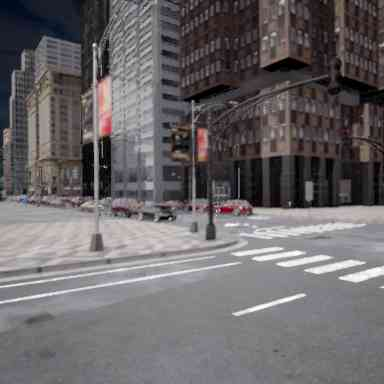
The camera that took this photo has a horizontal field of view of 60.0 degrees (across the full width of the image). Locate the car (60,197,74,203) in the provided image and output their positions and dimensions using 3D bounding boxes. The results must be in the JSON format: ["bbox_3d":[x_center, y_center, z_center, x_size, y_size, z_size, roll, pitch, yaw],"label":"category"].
[{"bbox_3d":[-30.604,1.846,81.385,2.008,1.369,4.403,-1,0,-35],"label":"car"}]

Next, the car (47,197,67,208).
[{"bbox_3d":[-21.815,1.866,54.354,1.802,1.307,4.206,-1,0,-35],"label":"car"}]

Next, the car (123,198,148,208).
[{"bbox_3d":[-8.573,1.679,50.454,1.887,1.381,4.507,-1,0,-35],"label":"car"}]

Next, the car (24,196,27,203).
[{"bbox_3d":[-34.407,1.923,72.031,1.887,1.381,4.507,-1,0,-35],"label":"car"}]

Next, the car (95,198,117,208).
[{"bbox_3d":[-13.702,1.752,52.953,1.994,1.385,4.181,-1,0,-35],"label":"car"}]

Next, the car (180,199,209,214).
[{"bbox_3d":[0.868,1.514,37.198,1.967,1.590,4.097,-1,0,-35],"label":"car"}]

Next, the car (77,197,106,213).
[{"bbox_3d":[-12.273,1.745,40.956,1.752,1.417,4.829,-1,0,-35],"label":"car"}]

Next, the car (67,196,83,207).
[{"bbox_3d":[-18.286,1.718,54.164,1.882,1.535,5.008,-1,0,-35],"label":"car"}]

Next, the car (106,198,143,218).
[{"bbox_3d":[-6.079,1.496,32.254,2.192,1.841,5.009,-1,0,-35],"label":"car"}]

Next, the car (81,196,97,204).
[{"bbox_3d":[-21.164,1.663,68.128,1.967,1.590,4.097,-1,0,-35],"label":"car"}]

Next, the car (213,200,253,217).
[{"bbox_3d":[4.015,1.494,32.779,1.967,1.590,4.097,-1,0,-35],"label":"car"}]

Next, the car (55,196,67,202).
[{"bbox_3d":[-33.850,1.846,85.942,1.752,1.417,4.829,-1,0,-35],"label":"car"}]

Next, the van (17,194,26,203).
[{"bbox_3d":[-40.706,1.768,80.869,1.690,1.788,3.998,-1,0,-35],"label":"van"}]

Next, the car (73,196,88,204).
[{"bbox_3d":[-24.311,1.687,72.547,1.967,1.590,4.097,-1,0,-35],"label":"car"}]

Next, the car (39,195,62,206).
[{"bbox_3d":[-24.967,1.622,58.771,2.192,1.841,5.009,-1,0,-35],"label":"car"}]

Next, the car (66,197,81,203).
[{"bbox_3d":[-27.458,1.816,76.966,1.887,1.381,4.507,-1,0,-35],"label":"car"}]

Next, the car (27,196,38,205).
[{"bbox_3d":[-31.263,1.669,67.610,2.192,1.841,5.009,-1,0,-35],"label":"car"}]

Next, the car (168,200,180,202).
[{"bbox_3d":[-2.277,1.675,41.617,1.802,1.307,4.206,-1,0,-35],"label":"car"}]

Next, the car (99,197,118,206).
[{"bbox_3d":[-14.966,1.703,59.430,1.752,1.417,4.829,-1,0,-35],"label":"car"}]

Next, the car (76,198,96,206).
[{"bbox_3d":[-19.460,1.776,60.984,2.033,1.411,5.357,-1,0,-35],"label":"car"}]

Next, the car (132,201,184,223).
[{"bbox_3d":[-2.928,1.727,27.836,1.947,1.339,4.313,-1,0,-35],"label":"car"}]
